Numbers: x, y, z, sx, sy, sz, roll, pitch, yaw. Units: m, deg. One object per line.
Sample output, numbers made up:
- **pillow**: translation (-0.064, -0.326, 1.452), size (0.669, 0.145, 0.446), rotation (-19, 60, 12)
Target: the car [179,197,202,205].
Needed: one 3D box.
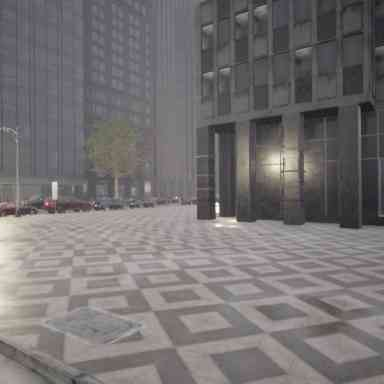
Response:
- **car**: translation (-0.189, 1.507, 57.294), size (1.994, 1.385, 4.181), rotation (-1, 0, 34)

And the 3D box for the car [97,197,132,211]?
- **car**: translation (-9.627, 1.525, 39.155), size (1.947, 1.339, 4.313), rotation (-1, 0, 35)

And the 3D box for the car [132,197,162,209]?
- **car**: translation (-6.418, 1.510, 43.790), size (1.947, 1.339, 4.313), rotation (-1, 0, 35)

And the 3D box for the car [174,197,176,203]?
- **car**: translation (-3.794, 1.575, 62.557), size (1.947, 1.339, 4.313), rotation (-1, 0, 35)

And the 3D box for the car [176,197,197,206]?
- **car**: translation (0.001, 1.463, 53.063), size (1.887, 1.381, 4.507), rotation (-1, 0, 35)

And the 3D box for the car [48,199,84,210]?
- **car**: translation (-16.634, 1.643, 44.010), size (1.802, 1.307, 4.206), rotation (-1, 0, 35)

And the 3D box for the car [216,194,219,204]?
- **car**: translation (3.209, 1.223, 57.700), size (2.192, 1.841, 5.009), rotation (-1, 0, 35)

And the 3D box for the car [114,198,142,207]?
- **car**: translation (-10.214, 1.614, 53.283), size (1.802, 1.307, 4.206), rotation (-1, 0, 35)

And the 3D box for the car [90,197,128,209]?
- **car**: translation (-11.521, 1.506, 46.539), size (2.128, 1.511, 4.902), rotation (-1, 0, 35)

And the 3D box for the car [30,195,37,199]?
- **car**: translation (-17.241, 1.265, 38.304), size (2.150, 2.045, 5.566), rotation (-1, 0, 35)

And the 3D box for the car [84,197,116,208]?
- **car**: translation (-13.426, 1.485, 48.647), size (1.967, 1.590, 4.097), rotation (-1, 0, 35)

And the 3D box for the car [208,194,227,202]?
- **car**: translation (5.834, 1.297, 76.468), size (2.192, 1.841, 5.009), rotation (-1, 0, 35)

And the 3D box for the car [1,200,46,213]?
- **car**: translation (-19.844, 1.644, 39.374), size (1.947, 1.339, 4.313), rotation (-1, 0, 35)

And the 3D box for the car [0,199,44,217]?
- **car**: translation (-16.046, 1.577, 29.882), size (1.802, 1.307, 4.206), rotation (-1, 0, 35)

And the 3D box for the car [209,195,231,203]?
- **car**: translation (5.489, 1.417, 65.510), size (2.128, 1.511, 4.902), rotation (-1, 0, 35)

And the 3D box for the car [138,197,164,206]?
- **car**: translation (-7.101, 1.545, 57.780), size (1.752, 1.417, 4.829), rotation (-1, 0, 35)

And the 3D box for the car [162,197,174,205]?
- **car**: translation (-5.669, 1.591, 54.922), size (1.895, 1.301, 4.718), rotation (-1, 0, 35)

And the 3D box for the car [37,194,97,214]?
- **car**: translation (-12.839, 1.291, 34.520), size (2.192, 1.841, 5.009), rotation (-1, 0, 35)
